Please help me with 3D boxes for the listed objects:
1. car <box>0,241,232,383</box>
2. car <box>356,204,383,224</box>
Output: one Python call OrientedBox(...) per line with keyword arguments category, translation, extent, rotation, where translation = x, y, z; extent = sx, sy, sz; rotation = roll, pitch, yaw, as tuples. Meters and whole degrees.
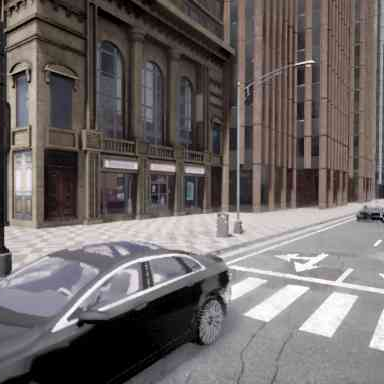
OrientedBox(category="car", translation=(-1.255, 1.479, 4.222), extent=(2.128, 1.511, 4.902), rotation=(1, 0, 35))
OrientedBox(category="car", translation=(13.936, 1.621, 25.548), extent=(1.895, 1.301, 4.718), rotation=(1, 0, 35))
